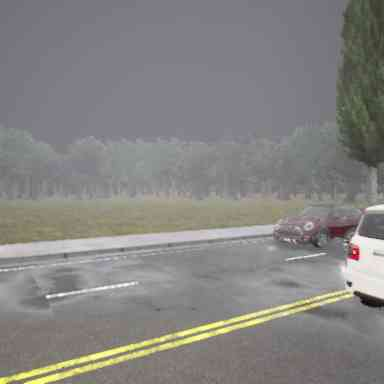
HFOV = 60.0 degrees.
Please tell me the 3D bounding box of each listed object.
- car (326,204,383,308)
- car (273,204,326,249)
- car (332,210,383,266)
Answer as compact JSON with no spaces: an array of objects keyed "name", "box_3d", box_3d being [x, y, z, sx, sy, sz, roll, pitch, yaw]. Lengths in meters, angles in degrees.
[{"name":"car","box_3d":[5.376,1.216,6.540,5.566,2.045,2.150,0,0,-32]},{"name":"car","box_3d":[5.743,1.342,14.673,4.553,1.767,2.097,0,0,-32]},{"name":"car","box_3d":[7.496,1.482,11.937,4.902,1.511,2.128,0,0,-32]}]
